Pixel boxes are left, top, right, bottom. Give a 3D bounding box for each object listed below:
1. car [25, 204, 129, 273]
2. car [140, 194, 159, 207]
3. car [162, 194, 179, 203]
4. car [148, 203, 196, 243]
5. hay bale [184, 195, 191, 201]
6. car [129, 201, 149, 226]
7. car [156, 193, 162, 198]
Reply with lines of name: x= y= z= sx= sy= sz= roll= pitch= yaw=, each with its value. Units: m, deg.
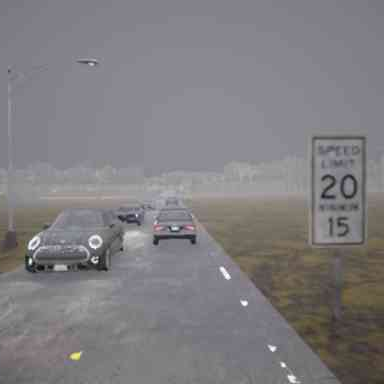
car: x=-3.465 y=1.318 z=10.651 sx=2.097 sy=1.767 sz=4.553 roll=-1 pitch=0 yaw=-4
car: x=-5.099 y=1.330 z=37.953 sx=1.837 sy=1.490 sz=4.892 roll=-1 pitch=0 yaw=-4
car: x=-2.903 y=1.165 z=48.351 sx=2.128 sy=1.511 sz=4.902 roll=-1 pitch=0 yaw=-4
car: x=-0.818 y=1.453 z=15.446 sx=2.033 sy=1.411 sz=5.357 roll=-1 pitch=0 yaw=-4
hay bale: x=-0.850 y=1.162 z=63.896 sx=1.220 sy=1.180 sz=1.240 roll=1 pitch=2 yaw=-4
car: x=-4.189 y=1.496 z=22.252 sx=1.895 sy=1.301 sz=4.718 roll=-1 pitch=0 yaw=-4
car: x=-7.529 y=0.967 z=76.112 sx=1.895 sy=1.301 sz=4.718 roll=-1 pitch=1 yaw=-4
